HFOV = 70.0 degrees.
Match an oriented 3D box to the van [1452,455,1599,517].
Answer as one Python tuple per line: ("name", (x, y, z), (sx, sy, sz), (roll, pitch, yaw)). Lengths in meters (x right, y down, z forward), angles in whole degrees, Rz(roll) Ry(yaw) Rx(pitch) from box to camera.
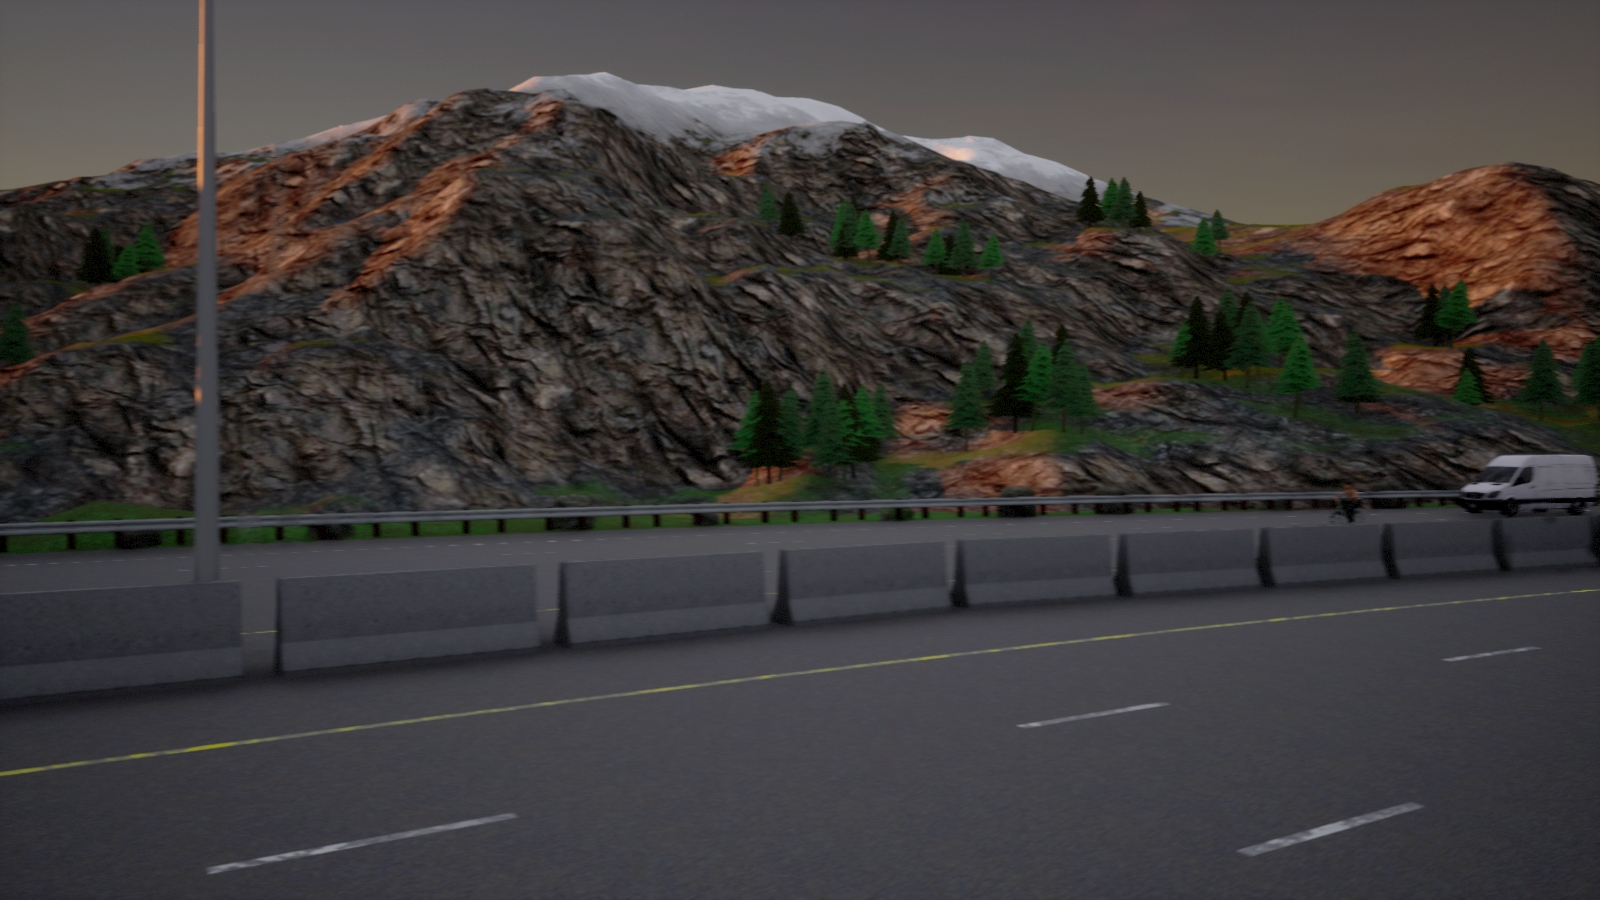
("van", (31.146, 1.491, 48.970), (5.915, 2.561, 1.988), (0, 0, -17))
